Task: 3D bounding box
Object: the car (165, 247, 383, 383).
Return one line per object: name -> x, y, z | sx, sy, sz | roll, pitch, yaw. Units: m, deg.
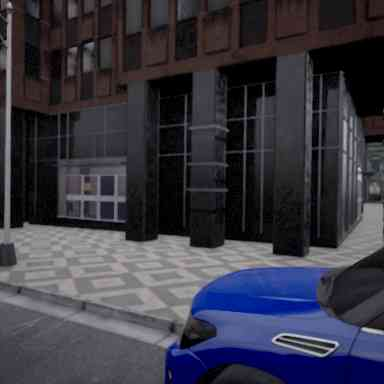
car -> 2.478, 1.223, 2.467 | 5.566, 2.045, 2.150 | 0, 0, 30
